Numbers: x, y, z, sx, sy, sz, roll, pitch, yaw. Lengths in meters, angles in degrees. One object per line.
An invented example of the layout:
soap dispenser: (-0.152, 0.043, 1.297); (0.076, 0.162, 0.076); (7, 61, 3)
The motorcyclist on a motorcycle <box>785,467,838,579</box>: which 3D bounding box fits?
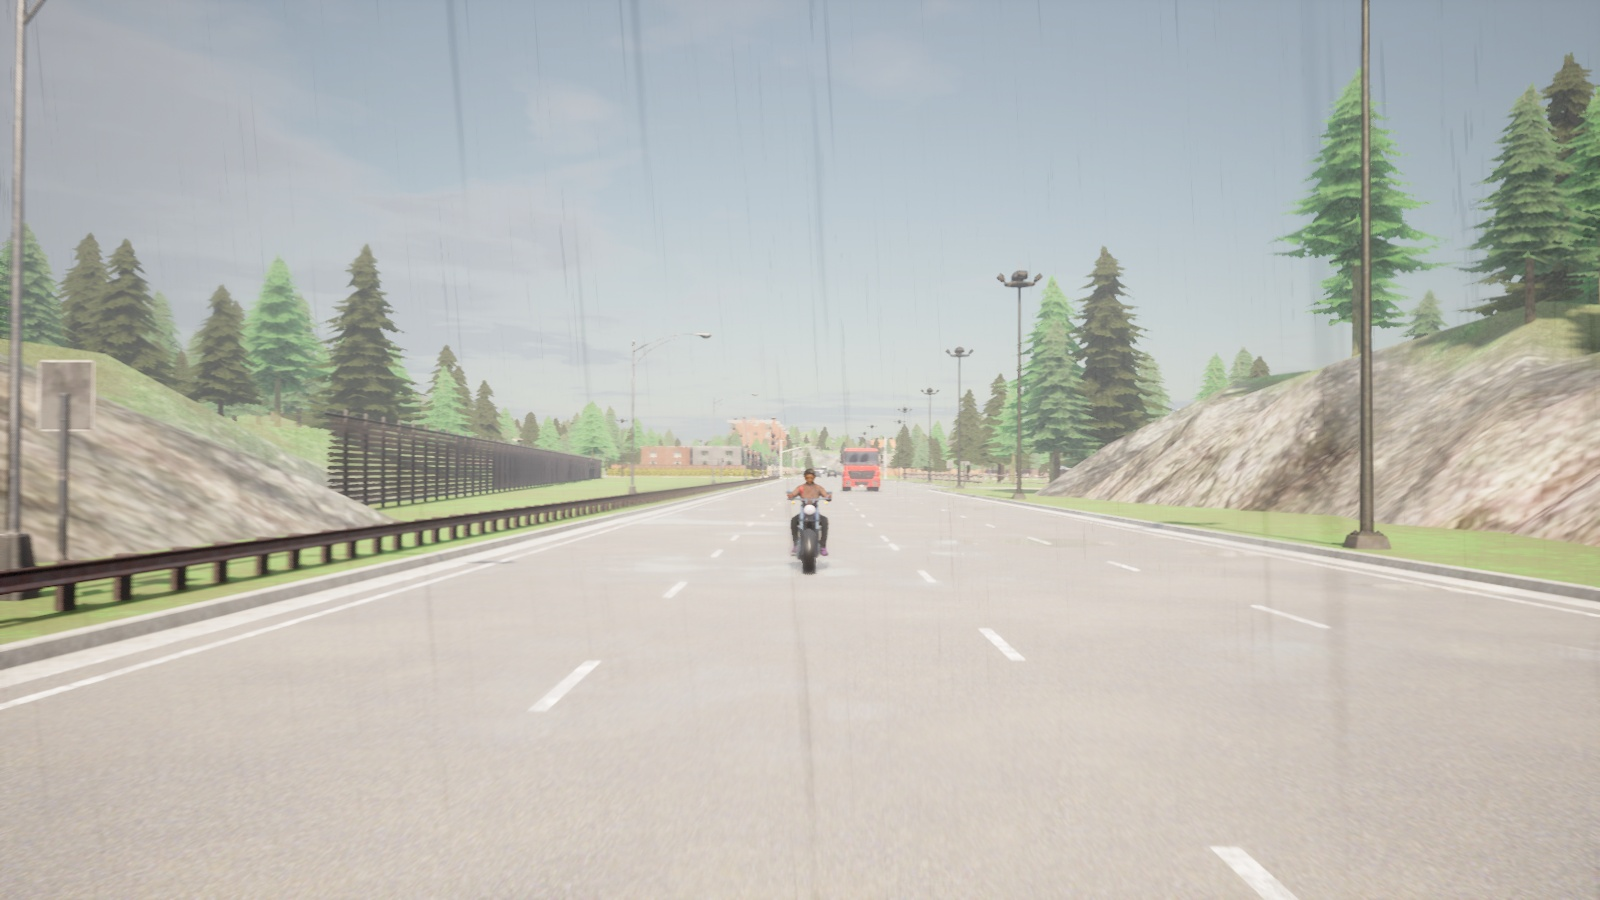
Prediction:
motorcyclist on a motorcycle: (0.180, 1.095, 19.732); (0.766, 1.649, 2.350); (0, -1, 1)
